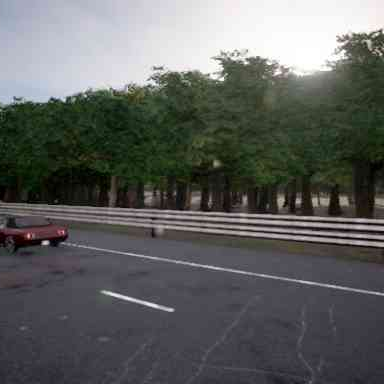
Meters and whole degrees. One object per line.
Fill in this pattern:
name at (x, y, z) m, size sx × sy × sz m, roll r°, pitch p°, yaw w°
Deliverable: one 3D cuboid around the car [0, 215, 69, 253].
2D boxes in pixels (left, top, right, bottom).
car at (-7.250, 1.614, 13.833) m, size 4.718 × 1.301 × 1.895 m, roll 0°, pitch 0°, yaw 38°
